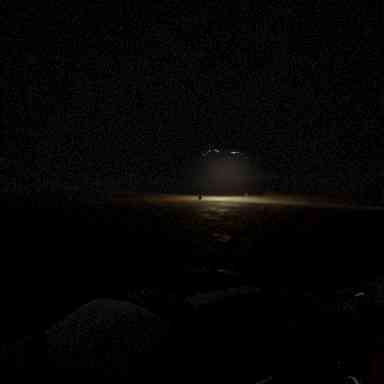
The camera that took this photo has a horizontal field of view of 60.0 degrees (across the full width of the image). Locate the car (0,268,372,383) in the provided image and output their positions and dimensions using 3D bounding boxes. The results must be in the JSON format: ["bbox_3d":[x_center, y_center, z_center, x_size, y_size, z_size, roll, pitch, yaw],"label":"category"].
[{"bbox_3d":[-0.215,1.523,2.915,4.674,1.442,1.812,0,0,-35],"label":"car"}]
